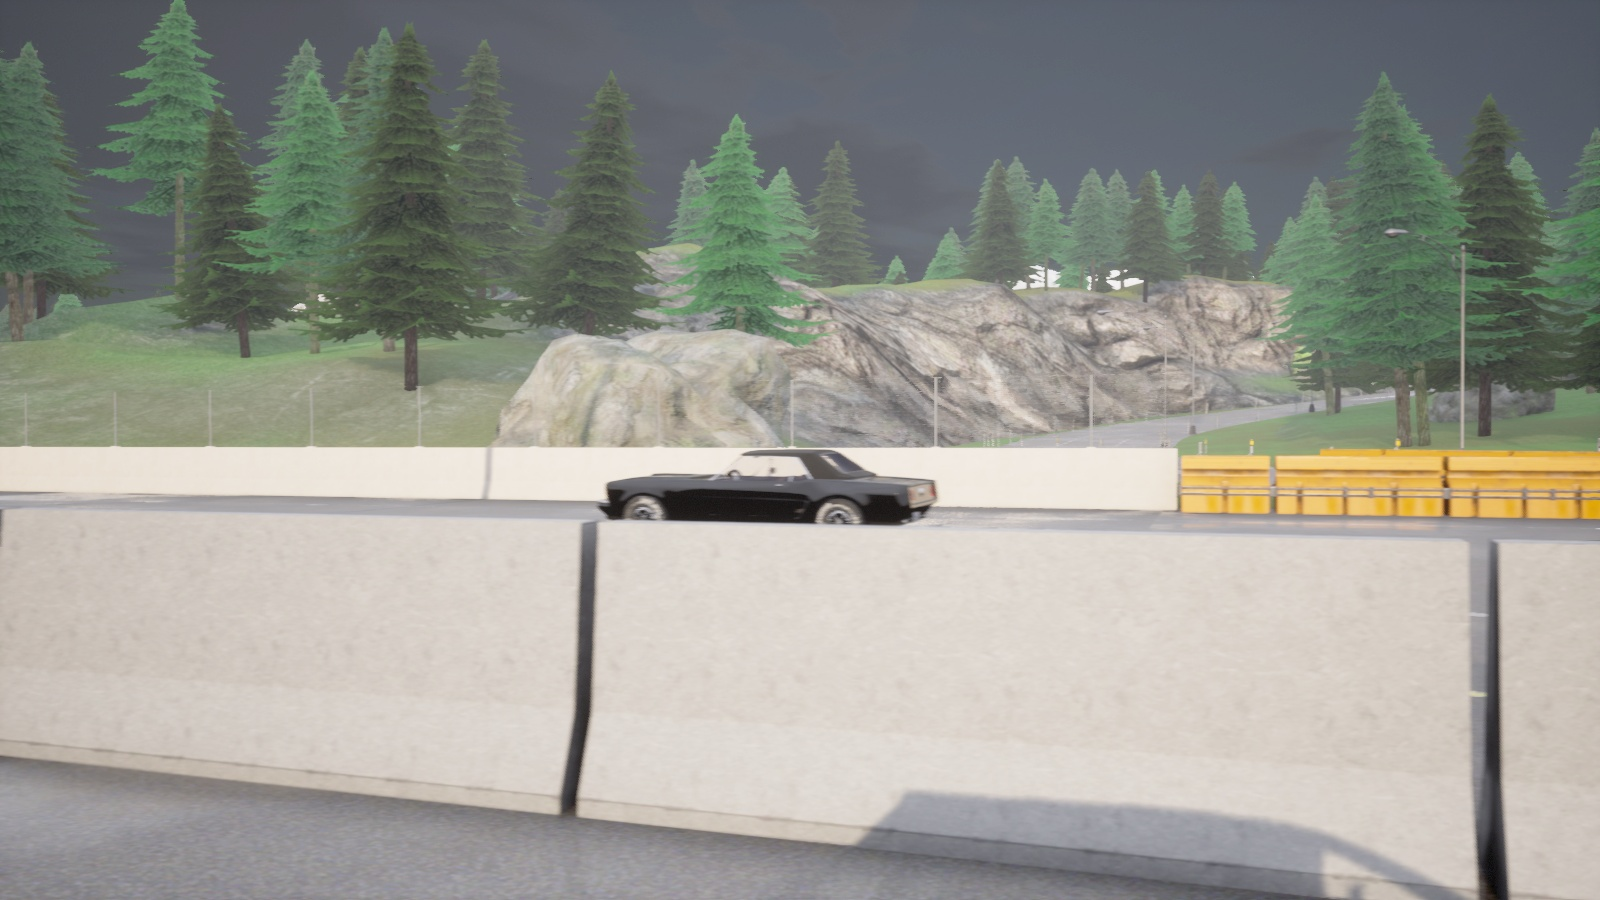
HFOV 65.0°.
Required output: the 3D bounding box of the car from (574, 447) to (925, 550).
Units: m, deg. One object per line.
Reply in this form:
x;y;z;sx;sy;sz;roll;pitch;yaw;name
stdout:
-0.713;0.633;18.204;4.718;1.301;1.895;1;1;19;car
